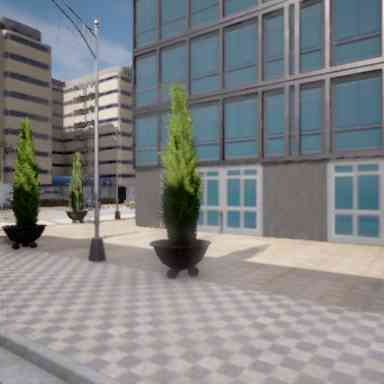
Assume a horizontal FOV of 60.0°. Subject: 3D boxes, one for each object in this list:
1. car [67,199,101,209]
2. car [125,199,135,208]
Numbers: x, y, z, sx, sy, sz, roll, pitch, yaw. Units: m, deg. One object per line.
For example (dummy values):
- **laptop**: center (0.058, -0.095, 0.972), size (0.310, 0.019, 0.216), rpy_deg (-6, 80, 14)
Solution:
- **car**: center (-14.529, 1.649, 45.017), size (1.812, 1.442, 4.674), rpy_deg (0, 0, 35)
- **car**: center (-7.650, 1.595, 48.687), size (1.882, 1.535, 5.008), rpy_deg (0, 0, 35)
